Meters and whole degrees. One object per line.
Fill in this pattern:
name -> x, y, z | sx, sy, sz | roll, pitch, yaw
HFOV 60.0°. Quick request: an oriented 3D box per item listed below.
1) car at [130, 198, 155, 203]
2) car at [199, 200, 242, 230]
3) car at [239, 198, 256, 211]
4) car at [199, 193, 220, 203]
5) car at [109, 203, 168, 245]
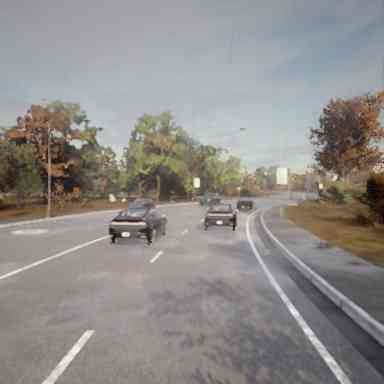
car -> -5.625, 1.446, 37.304 | 1.837, 1.490, 4.892 | 0, 0, 15
car -> 1.885, 1.483, 20.875 | 2.128, 1.511, 4.902 | 0, 0, 8
car -> 6.812, 1.499, 41.911 | 1.837, 1.490, 4.892 | 0, 0, 17
car -> 2.931, 1.188, 52.785 | 2.150, 2.045, 5.566 | 0, 0, 20
car -> -2.354, 1.471, 15.596 | 2.128, 1.511, 4.902 | 0, 0, 6
